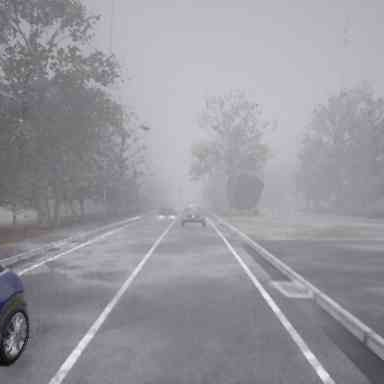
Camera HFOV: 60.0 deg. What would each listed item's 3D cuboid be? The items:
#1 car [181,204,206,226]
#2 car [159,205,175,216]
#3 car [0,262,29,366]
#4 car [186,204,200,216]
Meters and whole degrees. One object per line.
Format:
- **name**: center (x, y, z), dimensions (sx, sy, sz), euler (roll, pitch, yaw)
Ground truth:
- **car**: center (0.111, 1.877, 26.330), dimensions (2.033, 1.411, 5.357), euler (0, -1, 0)
- **car**: center (-3.321, 2.439, 44.586), dimensions (1.895, 1.301, 4.718), euler (0, -2, 0)
- **car**: center (-3.348, 1.360, 2.791), dimensions (2.097, 1.767, 4.553), euler (0, 0, 0)
- **car**: center (0.119, 2.319, 43.026), dimensions (1.812, 1.442, 4.674), euler (0, -2, 0)
